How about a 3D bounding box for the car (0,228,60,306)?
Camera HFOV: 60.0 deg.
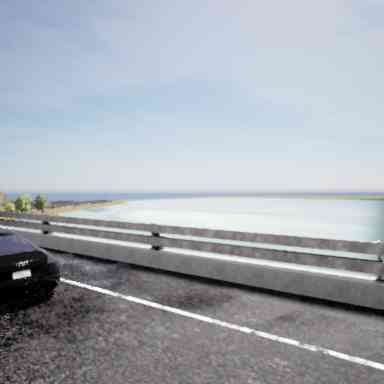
[{"bbox_3d":[-4.862,1.524,7.503,4.181,1.385,1.994,0,0,36],"label":"car"}]
